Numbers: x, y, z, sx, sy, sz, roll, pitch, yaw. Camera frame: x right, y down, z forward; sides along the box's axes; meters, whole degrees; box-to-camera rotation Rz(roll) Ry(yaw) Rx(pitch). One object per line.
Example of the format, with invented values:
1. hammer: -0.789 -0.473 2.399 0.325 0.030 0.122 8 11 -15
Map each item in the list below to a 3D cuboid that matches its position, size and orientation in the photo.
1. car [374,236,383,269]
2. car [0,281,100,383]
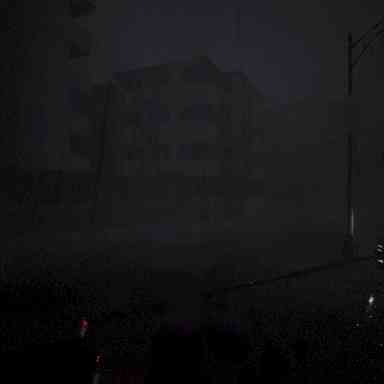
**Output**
1. car: 7.346 1.464 9.865 5.008 1.535 1.882 0 0 -35
2. car: -3.167 1.497 2.340 4.902 1.511 2.128 0 0 -36
